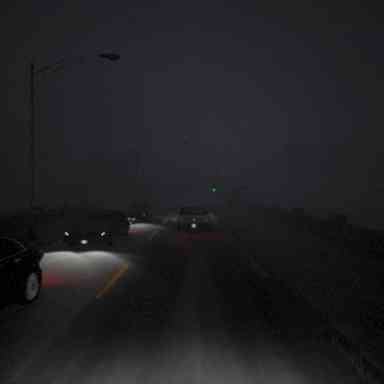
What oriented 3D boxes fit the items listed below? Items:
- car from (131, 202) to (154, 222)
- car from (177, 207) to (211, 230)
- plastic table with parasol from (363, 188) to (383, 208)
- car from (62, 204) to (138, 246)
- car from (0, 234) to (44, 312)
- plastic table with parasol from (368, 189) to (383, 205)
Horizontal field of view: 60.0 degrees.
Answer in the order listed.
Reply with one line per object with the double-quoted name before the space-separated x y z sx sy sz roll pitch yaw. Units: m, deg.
"car" -4.005 1.461 25.577 2.033 1.411 5.357 0 0 0
"car" 0.090 1.531 20.270 1.895 1.301 4.718 0 0 0
"plastic table with parasol" 23.791 0.778 42.628 2.482 2.480 2.482 0 0 0
"car" -4.075 1.496 15.236 2.033 1.411 5.357 0 0 0
"car" -4.097 1.488 5.267 1.837 1.490 4.892 0 0 0
"plastic table with parasol" 30.220 0.741 53.548 2.482 2.480 2.482 0 0 0
